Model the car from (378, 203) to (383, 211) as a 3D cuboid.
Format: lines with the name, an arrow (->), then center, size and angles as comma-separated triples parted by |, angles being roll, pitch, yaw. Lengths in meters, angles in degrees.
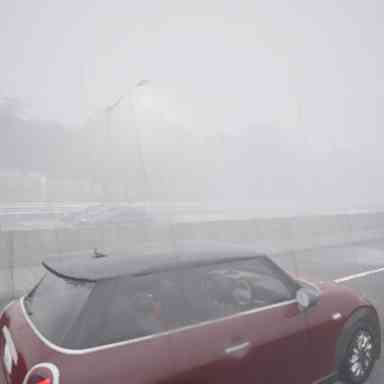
car -> 27.889, 2.044, 45.041 | 5.357, 1.411, 2.033 | 1, 0, -34

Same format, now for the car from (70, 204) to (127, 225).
car -> -5.075, 1.589, 21.854 | 4.892, 1.490, 1.837 | 1, 0, -35

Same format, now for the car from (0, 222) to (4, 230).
car -> -8.724, 1.478, 10.663 | 4.902, 1.511, 2.128 | 1, 0, -36

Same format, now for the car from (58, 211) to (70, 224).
car -> -7.357, 1.605, 24.527 | 4.674, 1.442, 1.812 | 1, 0, -35

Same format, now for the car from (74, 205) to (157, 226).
car -> -3.955, 1.637, 18.356 | 4.181, 1.385, 1.994 | 1, 0, -35

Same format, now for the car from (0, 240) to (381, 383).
car -> 0.249, 1.376, 3.920 | 4.553, 1.767, 2.097 | 1, 0, -35

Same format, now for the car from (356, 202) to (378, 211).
car -> 25.593, 2.093, 47.702 | 4.718, 1.301, 1.895 | 1, 0, -35
